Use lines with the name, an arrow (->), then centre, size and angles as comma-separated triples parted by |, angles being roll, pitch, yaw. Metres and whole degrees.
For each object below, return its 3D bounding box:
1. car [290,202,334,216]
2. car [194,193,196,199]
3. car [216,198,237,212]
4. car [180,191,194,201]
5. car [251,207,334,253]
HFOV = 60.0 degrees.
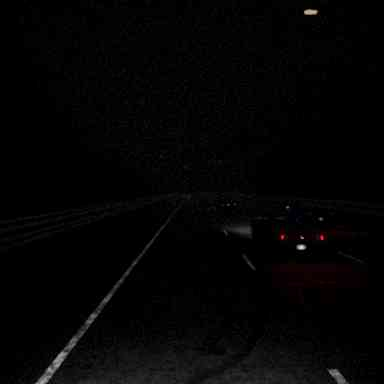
car -> 7.106, 1.330, 20.778 | 1.882, 1.535, 5.008 | 0, 0, 0
car -> 0.024, 0.874, 83.410 | 1.837, 1.490, 4.892 | 0, 0, 0
car -> 3.611, 1.297, 35.447 | 2.033, 1.411, 5.357 | 0, 0, 0
car -> -1.206, 0.790, 65.439 | 2.150, 2.045, 5.566 | 0, 0, 0
car -> 3.603, 1.507, 13.172 | 1.895, 1.301, 4.718 | 0, 0, 0
